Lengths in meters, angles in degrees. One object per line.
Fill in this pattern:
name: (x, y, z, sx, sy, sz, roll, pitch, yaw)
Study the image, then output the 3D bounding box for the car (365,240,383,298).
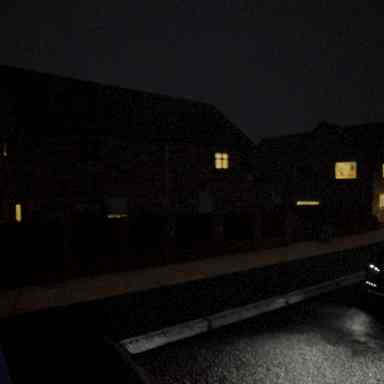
car: (5.719, 1.507, 7.496, 4.902, 1.511, 2.128, 0, 0, -38)

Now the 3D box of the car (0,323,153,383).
car: (-2.634, 1.552, 1.317, 5.357, 1.411, 2.033, 0, 0, -35)
